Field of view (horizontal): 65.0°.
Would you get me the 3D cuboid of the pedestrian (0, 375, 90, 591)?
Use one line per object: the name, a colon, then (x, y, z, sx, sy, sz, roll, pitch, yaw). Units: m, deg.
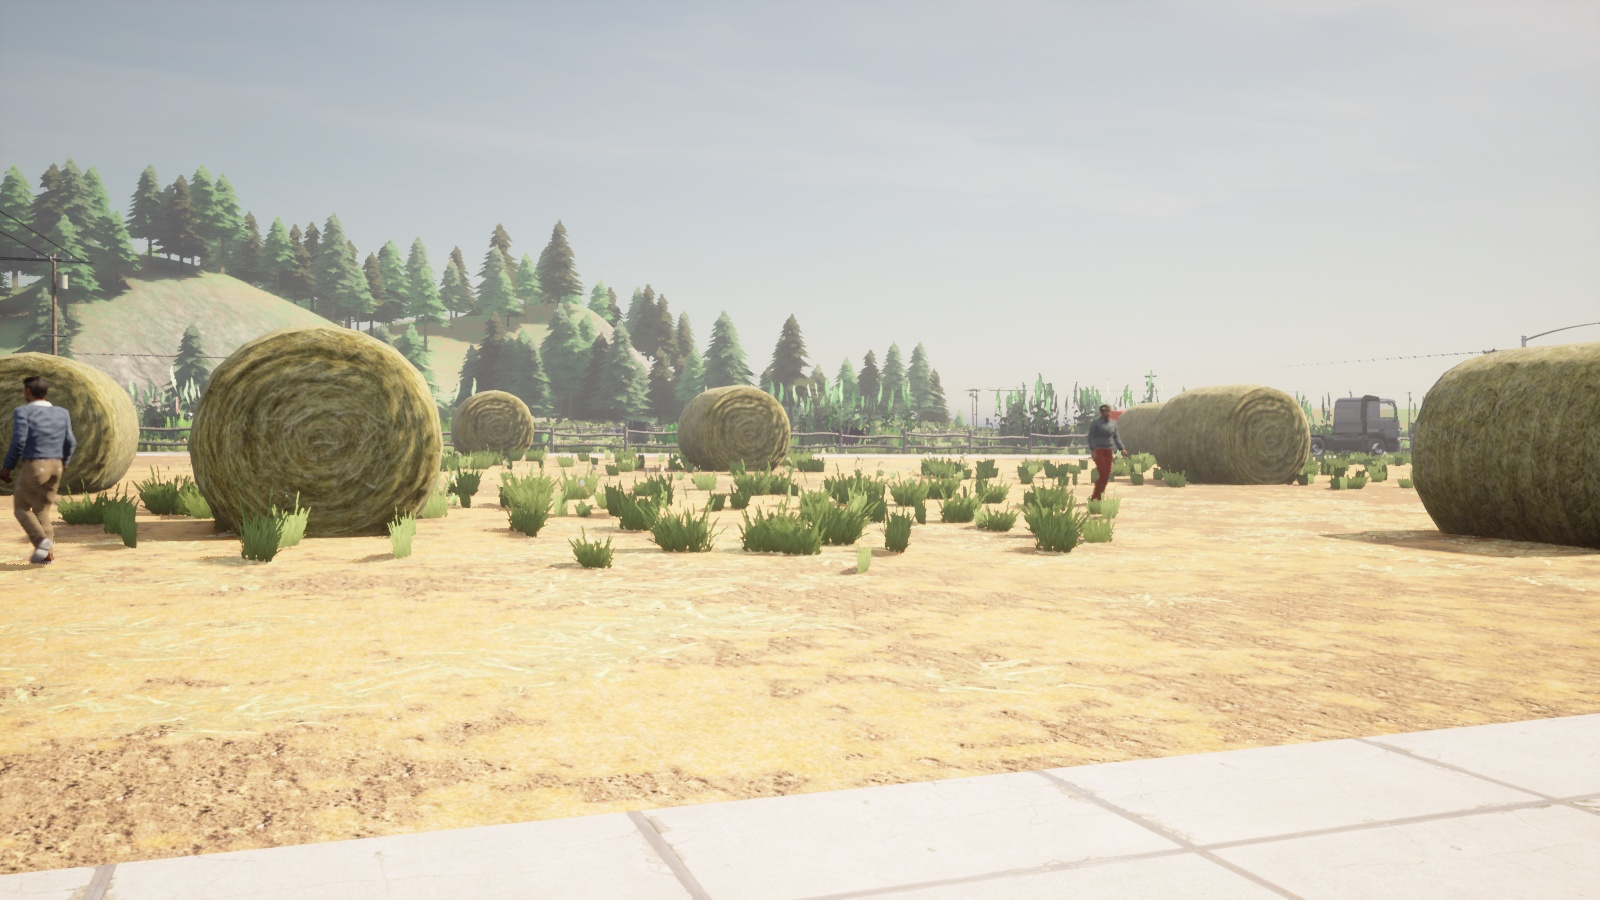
pedestrian: (-7.089, 0.295, 11.711, 0.788, 1.949, 0.423, 0, 1, 29)

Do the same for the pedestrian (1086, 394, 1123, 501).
pedestrian: (5.374, -0.051, 22.188, 0.353, 1.847, 0.614, -1, 1, -20)

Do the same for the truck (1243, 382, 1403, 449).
truck: (28.183, -1.856, 67.654, 7.936, 3.462, 2.891, -1, 1, -17)

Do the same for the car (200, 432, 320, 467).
car: (-23.768, -0.026, 55.474, 4.674, 1.442, 1.812, -1, 1, -17)
